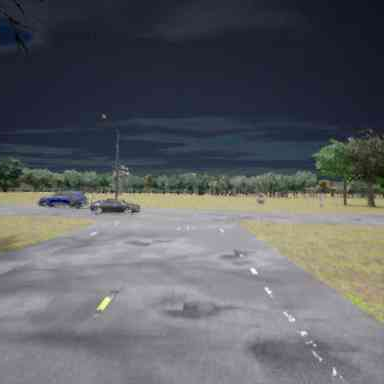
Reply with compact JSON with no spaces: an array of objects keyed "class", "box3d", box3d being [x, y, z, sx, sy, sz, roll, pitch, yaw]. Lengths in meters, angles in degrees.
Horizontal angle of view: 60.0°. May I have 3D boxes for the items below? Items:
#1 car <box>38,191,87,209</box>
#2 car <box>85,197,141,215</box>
[{"class":"car","box3d":[-15.347,0.883,39.720,5.566,2.045,2.150,2,1,0]},{"class":"car","box3d":[-7.510,1.465,32.706,4.892,1.490,1.837,1,1,0]}]
